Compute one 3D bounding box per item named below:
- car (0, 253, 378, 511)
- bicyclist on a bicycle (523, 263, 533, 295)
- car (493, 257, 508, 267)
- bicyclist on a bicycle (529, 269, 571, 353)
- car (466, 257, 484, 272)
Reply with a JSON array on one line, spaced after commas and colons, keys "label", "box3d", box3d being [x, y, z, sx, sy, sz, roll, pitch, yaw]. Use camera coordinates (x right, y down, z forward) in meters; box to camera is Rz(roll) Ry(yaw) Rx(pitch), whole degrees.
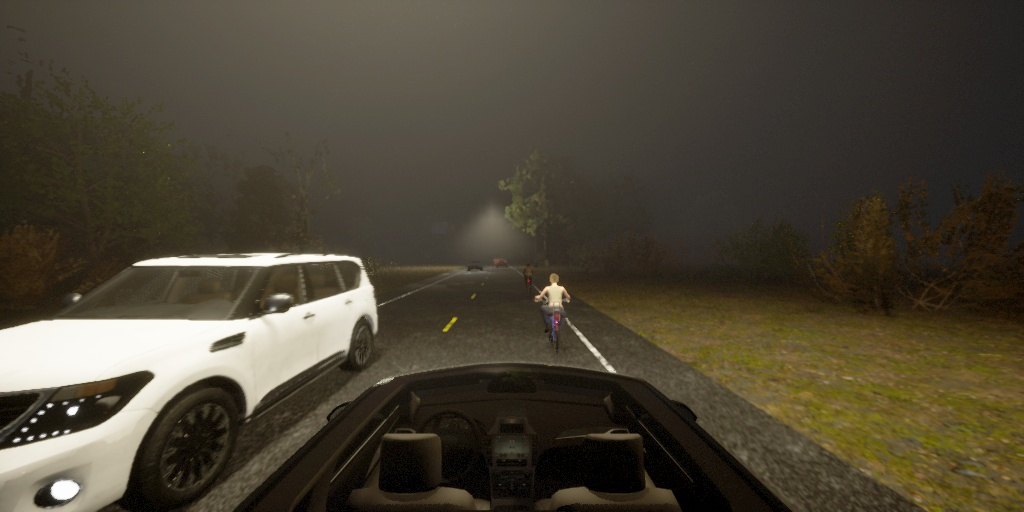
[{"label": "car", "box3d": [-3.620, 0.971, 4.676, 2.150, 2.045, 5.566, 0, 0, 0]}, {"label": "bicyclist on a bicycle", "box3d": [0.802, 1.193, 17.570, 0.582, 1.620, 1.656, 0, 0, -1]}, {"label": "car", "box3d": [-1.804, 1.204, 61.535, 1.812, 1.442, 4.674, 0, 0, -3]}, {"label": "bicyclist on a bicycle", "box3d": [0.908, 1.184, 7.834, 0.866, 1.612, 1.509, 0, 0, 0]}, {"label": "car", "box3d": [-4.649, 1.233, 45.727, 1.812, 1.442, 4.674, 0, 0, -3]}]
